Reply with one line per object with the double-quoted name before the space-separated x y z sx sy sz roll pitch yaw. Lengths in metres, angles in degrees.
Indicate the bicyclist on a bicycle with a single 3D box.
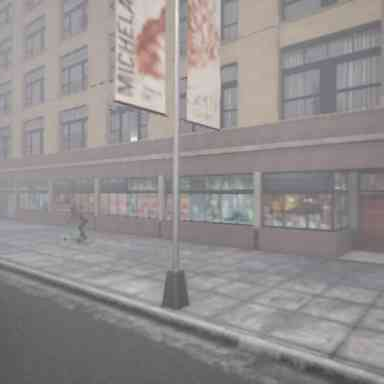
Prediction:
"bicyclist on a bicycle" -4.606 1.377 13.239 0.582 1.620 1.656 0 0 39
